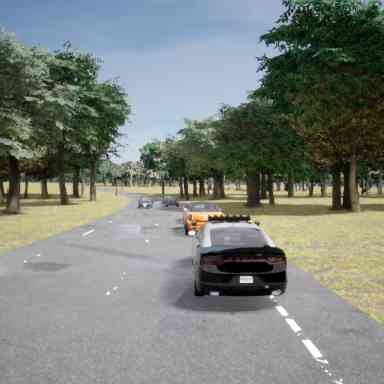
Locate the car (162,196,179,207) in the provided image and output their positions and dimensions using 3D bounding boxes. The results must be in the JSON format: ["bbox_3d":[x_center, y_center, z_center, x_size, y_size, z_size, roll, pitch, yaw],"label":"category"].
[{"bbox_3d":[-2.941,1.408,48.595,2.033,1.411,5.357,0,0,-6],"label":"car"}]

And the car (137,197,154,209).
[{"bbox_3d":[-5.907,1.387,42.354,2.128,1.511,4.902,0,0,-6],"label":"car"}]

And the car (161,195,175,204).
[{"bbox_3d":[-4.261,1.349,58.819,2.033,1.411,5.357,0,0,-9],"label":"car"}]

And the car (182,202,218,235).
[{"bbox_3d":[0.602,1.321,18.680,2.097,1.767,4.553,0,0,-3],"label":"car"}]

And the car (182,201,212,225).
[{"bbox_3d":[0.275,1.478,24.743,1.812,1.442,4.674,0,0,-4],"label":"car"}]

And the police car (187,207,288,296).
[{"bbox_3d":[0.950,1.416,8.757,1.930,1.638,5.238,0,0,-1],"label":"police car"}]
